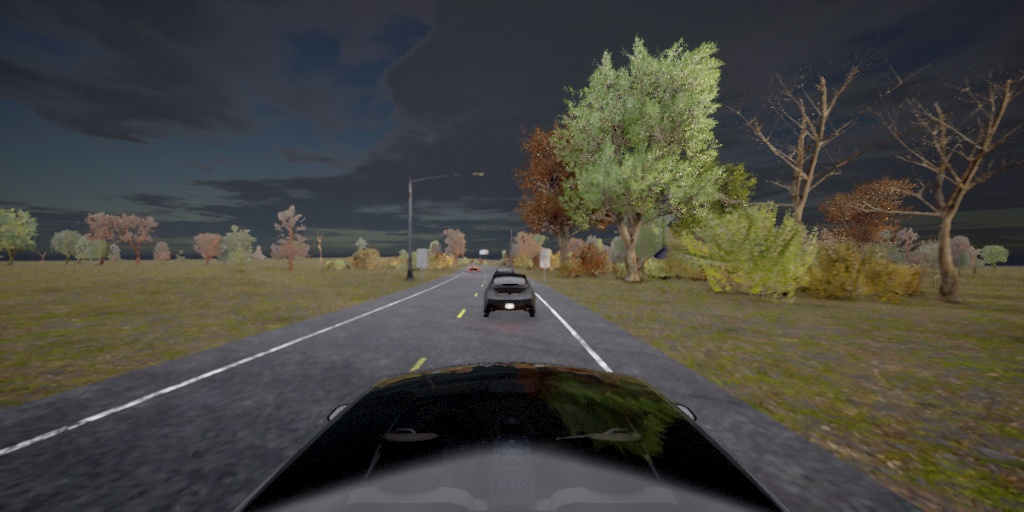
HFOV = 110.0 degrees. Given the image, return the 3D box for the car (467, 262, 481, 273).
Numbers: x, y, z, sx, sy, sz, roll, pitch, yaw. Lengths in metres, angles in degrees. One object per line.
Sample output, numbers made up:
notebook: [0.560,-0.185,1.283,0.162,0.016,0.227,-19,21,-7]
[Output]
car: [-6.201,1.842,58.380,2.097,1.767,4.553,0,-1,-5]

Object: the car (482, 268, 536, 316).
car: [-0.110,1.412,14.174,1.837,1.490,4.892,0,0,-1]

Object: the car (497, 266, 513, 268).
car: [-0.607,1.588,29.177,2.128,1.511,4.902,0,-1,-2]
